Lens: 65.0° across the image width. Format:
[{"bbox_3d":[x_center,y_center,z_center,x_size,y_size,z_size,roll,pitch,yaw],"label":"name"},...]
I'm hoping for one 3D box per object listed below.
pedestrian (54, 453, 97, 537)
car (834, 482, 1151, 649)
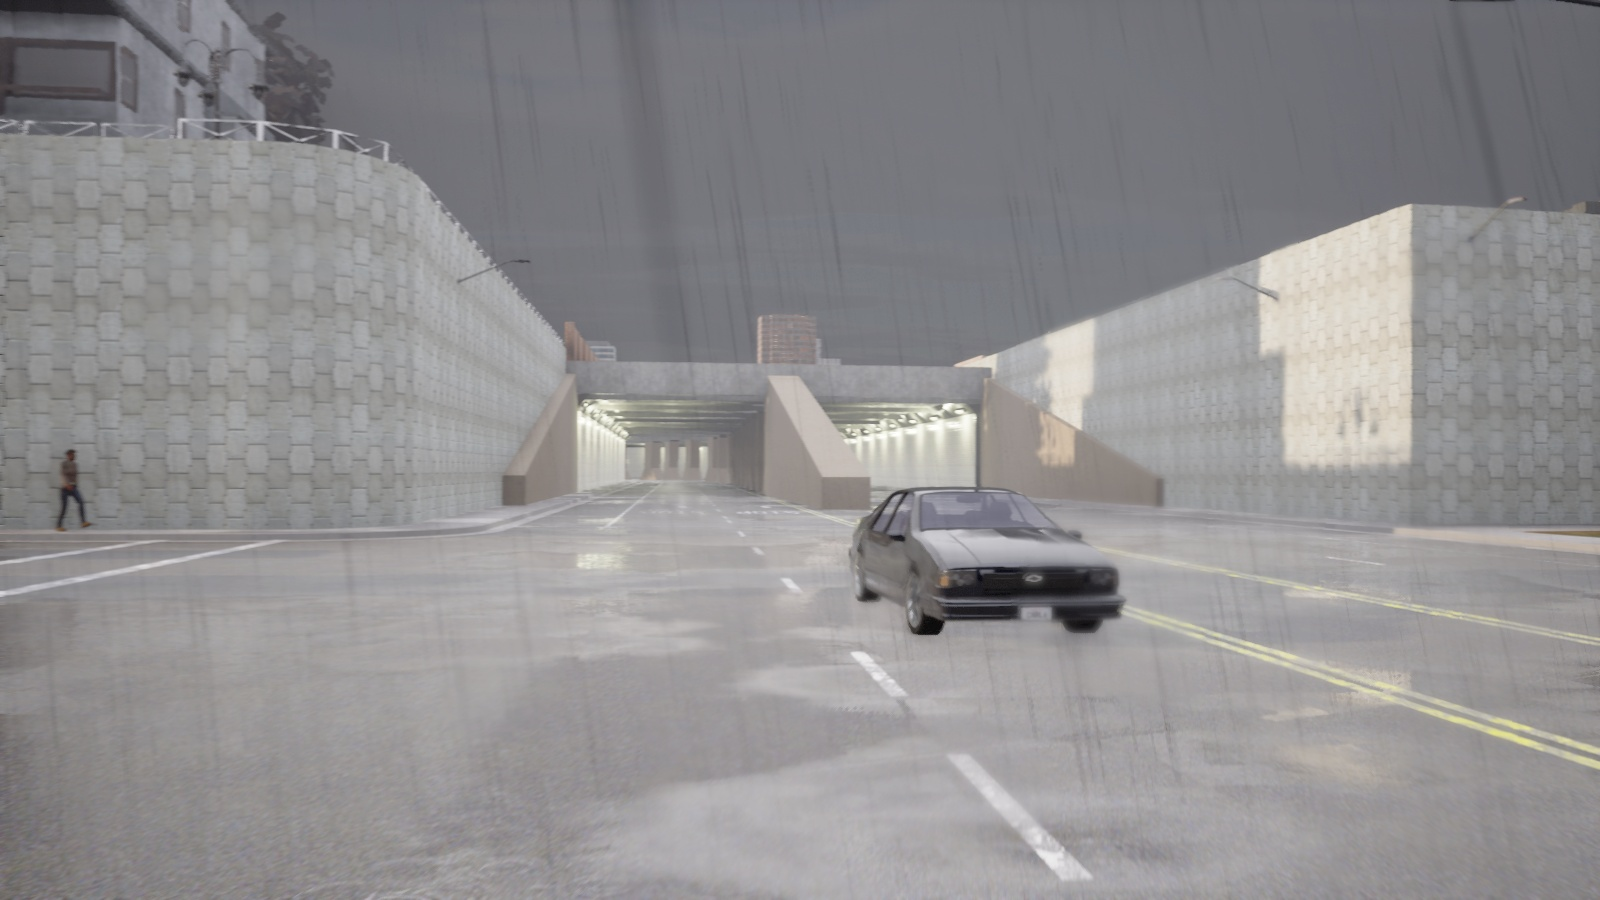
[{"bbox_3d":[-15.648,0.966,27.133,0.869,1.805,0.328,-1,-1,22],"label":"pedestrian"},{"bbox_3d":[1.796,1.088,13.807,2.033,1.411,5.357,0,-1,-7],"label":"car"}]
